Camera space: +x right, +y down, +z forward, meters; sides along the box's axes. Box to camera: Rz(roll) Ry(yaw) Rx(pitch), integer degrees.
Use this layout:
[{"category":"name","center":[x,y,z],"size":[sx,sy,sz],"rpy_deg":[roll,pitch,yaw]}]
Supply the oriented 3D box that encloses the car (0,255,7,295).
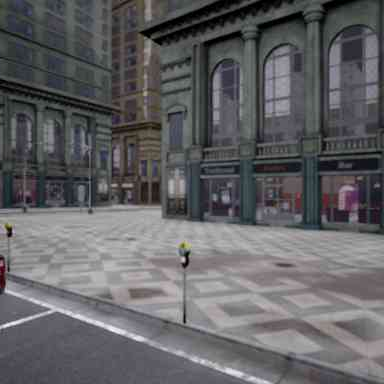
[{"category":"car","center":[-5.657,1.490,6.992],"size":[4.507,1.381,1.887],"rpy_deg":[0,0,35]}]
